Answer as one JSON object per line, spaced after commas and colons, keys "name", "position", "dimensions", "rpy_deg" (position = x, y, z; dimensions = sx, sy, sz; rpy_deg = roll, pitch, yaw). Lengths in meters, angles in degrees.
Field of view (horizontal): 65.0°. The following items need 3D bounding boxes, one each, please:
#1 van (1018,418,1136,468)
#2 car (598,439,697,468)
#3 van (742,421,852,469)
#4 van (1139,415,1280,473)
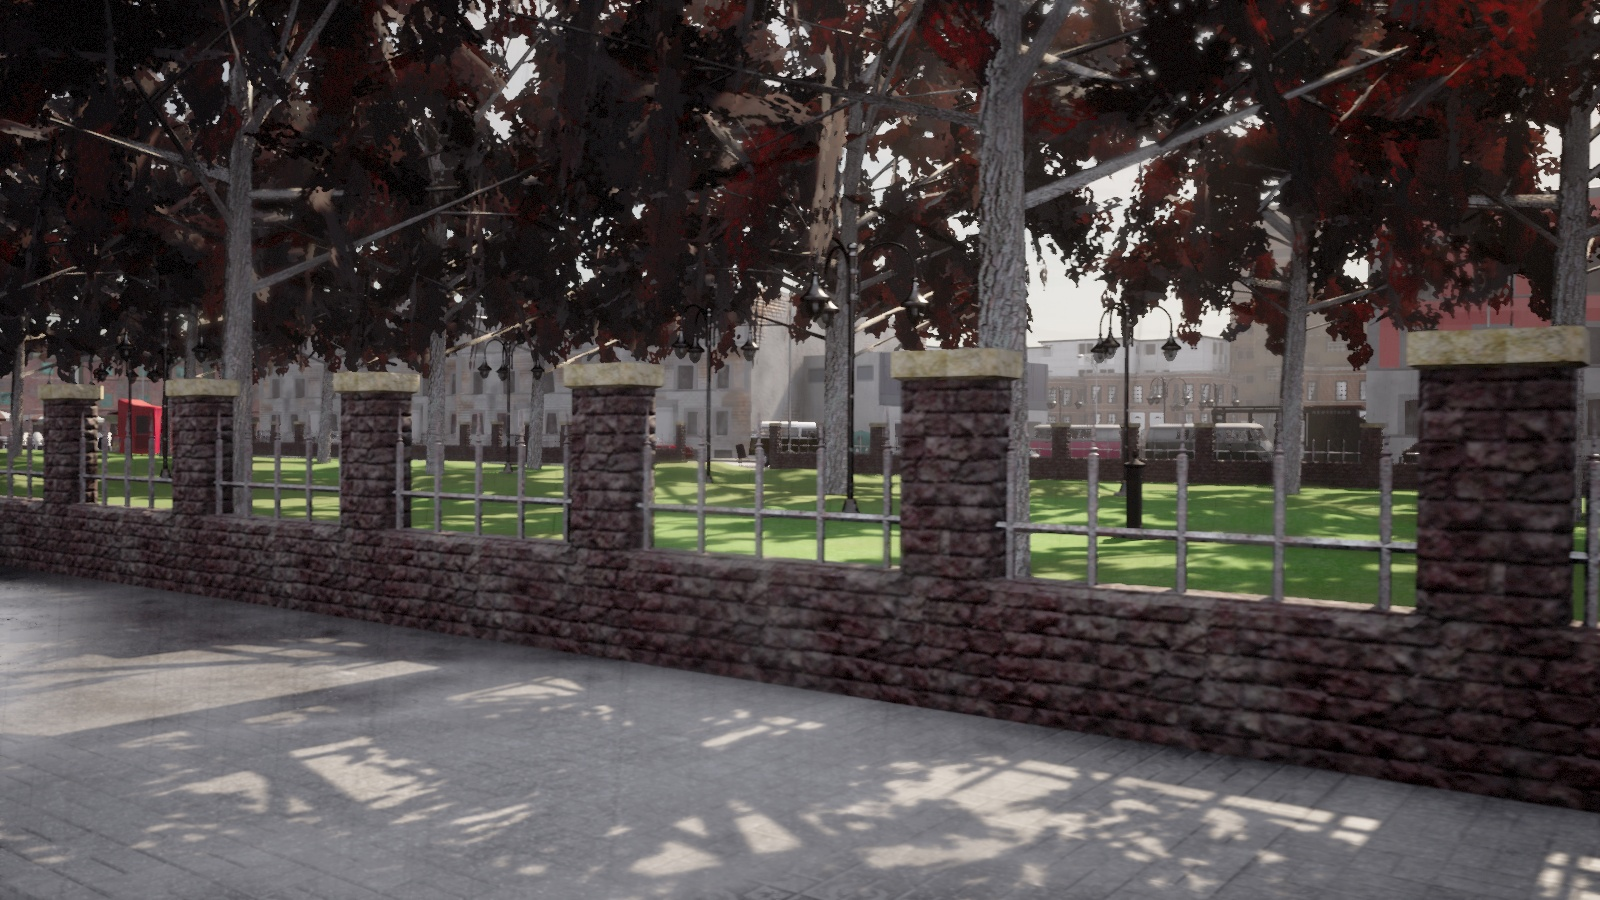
{"name": "van", "position": [11.444, -0.280, 52.019], "dimensions": [4.442, 1.987, 1.775], "rpy_deg": [0, 1, 36]}
{"name": "car", "position": [-7.406, 0.164, 60.878], "dimensions": [4.718, 1.301, 1.895], "rpy_deg": [0, 1, 36]}
{"name": "van", "position": [-0.147, -0.227, 55.555], "dimensions": [4.480, 2.038, 2.069], "rpy_deg": [0, 1, 36]}
{"name": "van", "position": [14.577, -0.225, 44.765], "dimensions": [4.442, 1.987, 1.775], "rpy_deg": [0, 1, 36]}
